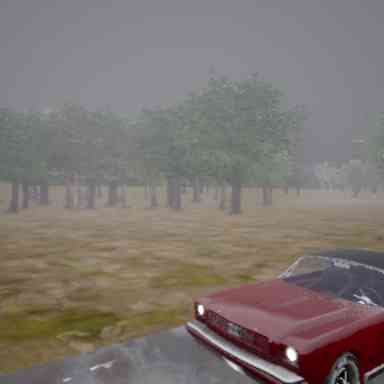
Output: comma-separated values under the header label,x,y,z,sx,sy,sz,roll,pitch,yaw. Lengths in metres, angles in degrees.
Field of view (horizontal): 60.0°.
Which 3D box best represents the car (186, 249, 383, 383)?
label,x,y,z,sx,sy,sz,roll,pitch,yaw
car,2.287,1.618,4.925,4.718,1.301,1.895,0,0,-34
